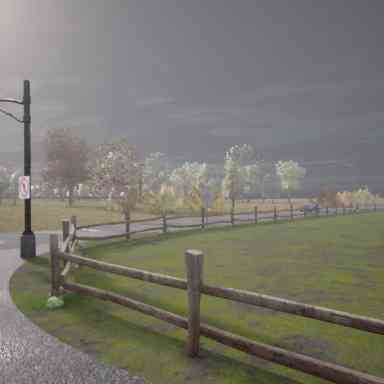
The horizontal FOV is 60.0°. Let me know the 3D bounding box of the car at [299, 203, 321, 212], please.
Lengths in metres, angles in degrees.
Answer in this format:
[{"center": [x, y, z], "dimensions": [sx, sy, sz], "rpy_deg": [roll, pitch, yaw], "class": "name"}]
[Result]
[{"center": [18.929, 2.448, 52.965], "dimensions": [2.033, 1.411, 5.357], "rpy_deg": [-1, -2, 40], "class": "car"}]
